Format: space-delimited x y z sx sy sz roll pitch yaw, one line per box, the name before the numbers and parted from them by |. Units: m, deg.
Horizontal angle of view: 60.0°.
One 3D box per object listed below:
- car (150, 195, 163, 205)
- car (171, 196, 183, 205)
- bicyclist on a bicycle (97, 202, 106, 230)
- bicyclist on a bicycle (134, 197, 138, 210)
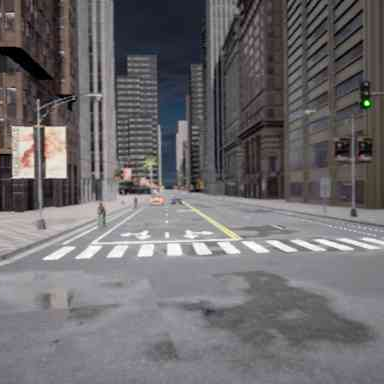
car | -5.826 1.227 54.867 2.097 1.767 4.553 -1 0 -4
car | -2.580 1.370 55.083 2.033 1.411 5.357 -1 0 -4
bicyclist on a bicycle | -5.432 1.451 20.027 0.582 1.620 1.656 -1 1 -4
bicyclist on a bicycle | -7.101 1.393 41.981 0.582 1.620 1.656 -1 1 -4
